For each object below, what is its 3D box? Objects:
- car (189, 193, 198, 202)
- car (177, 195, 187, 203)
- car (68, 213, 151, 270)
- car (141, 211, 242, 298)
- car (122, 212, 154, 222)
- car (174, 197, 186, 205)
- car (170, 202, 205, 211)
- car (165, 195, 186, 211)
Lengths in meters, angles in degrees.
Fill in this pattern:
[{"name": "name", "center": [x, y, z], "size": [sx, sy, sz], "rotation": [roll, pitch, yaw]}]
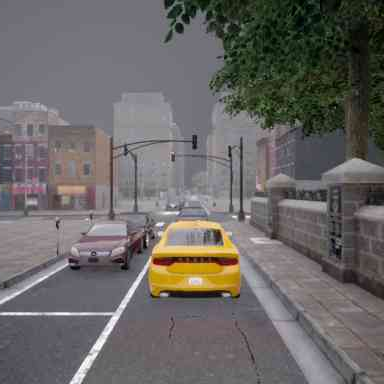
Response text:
[{"name": "car", "center": [0.368, 1.508, 66.839], "size": [1.812, 1.442, 4.674], "rotation": [0, 0, 0]}, {"name": "car", "center": [-2.132, 1.480, 71.825], "size": [1.837, 1.490, 4.892], "rotation": [0, 0, 0]}, {"name": "car", "center": [-2.625, 1.581, 10.966], "size": [1.802, 1.307, 4.206], "rotation": [0, 0, 0]}, {"name": "car", "center": [0.076, 1.477, 8.561], "size": [1.882, 1.535, 5.008], "rotation": [0, 0, 0]}, {"name": "car", "center": [-2.621, 1.565, 14.629], "size": [1.947, 1.339, 4.313], "rotation": [0, 0, 0]}, {"name": "car", "center": [-2.201, 1.586, 61.624], "size": [1.895, 1.301, 4.718], "rotation": [0, 0, 0]}, {"name": "car", "center": [0.026, 1.546, 19.050], "size": [2.033, 1.411, 5.357], "rotation": [0, 0, 0]}, {"name": "car", "center": [-2.239, 1.482, 41.628], "size": [2.128, 1.511, 4.902], "rotation": [0, 0, 0]}]
